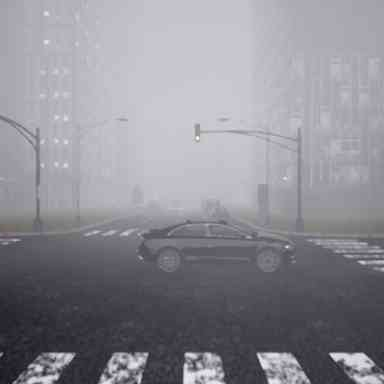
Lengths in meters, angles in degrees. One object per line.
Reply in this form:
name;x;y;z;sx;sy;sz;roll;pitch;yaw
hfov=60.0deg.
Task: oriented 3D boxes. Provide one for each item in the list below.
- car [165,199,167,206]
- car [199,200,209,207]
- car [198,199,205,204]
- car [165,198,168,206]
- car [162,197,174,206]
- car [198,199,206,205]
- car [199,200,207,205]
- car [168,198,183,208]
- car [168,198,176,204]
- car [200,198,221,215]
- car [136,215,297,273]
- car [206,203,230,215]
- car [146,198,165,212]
car;-5.345;2.183;52.157;1.802;1.307;4.206;-1;-1;0
car;2.529;2.334;68.758;1.887;1.381;4.507;-1;-1;0
car;2.522;2.580;90.855;1.887;1.381;4.507;-1;-1;0
car;-5.352;2.228;68.731;1.967;1.590;4.097;-1;-1;0
car;-5.356;2.164;74.257;2.192;1.841;5.009;-1;-1;0
car;2.523;2.501;85.501;1.752;1.417;4.829;-1;-1;0
car;2.526;2.495;79.806;1.802;1.307;4.206;-1;-1;0
car;-2.773;2.069;62.351;2.097;1.767;4.553;0;-1;0
car;-5.360;2.474;90.828;1.967;1.590;4.097;-1;-1;0
car;2.523;1.793;41.140;2.192;1.841;5.009;-1;-1;0
car;0.729;1.616;10.478;4.902;1.511;2.128;0;-1;0
car;2.510;1.933;30.088;1.802;1.307;4.206;-1;-1;0
car;-5.345;1.979;46.634;1.967;1.590;4.097;-1;-1;0
